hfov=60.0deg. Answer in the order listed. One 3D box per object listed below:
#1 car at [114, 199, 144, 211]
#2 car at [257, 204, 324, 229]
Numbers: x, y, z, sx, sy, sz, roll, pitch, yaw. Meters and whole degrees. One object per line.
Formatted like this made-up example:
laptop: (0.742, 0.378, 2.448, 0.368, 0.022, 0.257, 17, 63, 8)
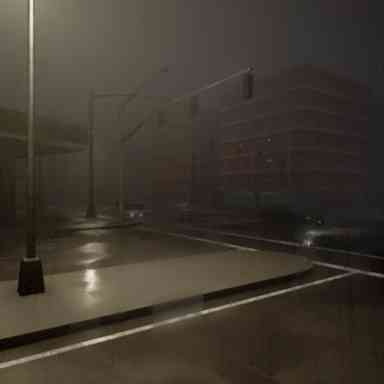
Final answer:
car: (-8.019, 1.546, 41.814, 2.033, 1.411, 5.357, 0, 0, -36)
car: (6.399, 1.533, 22.094, 1.812, 1.442, 4.674, 0, 0, -35)
